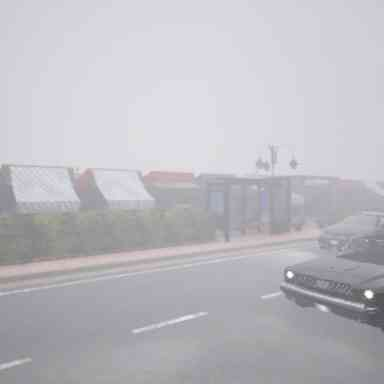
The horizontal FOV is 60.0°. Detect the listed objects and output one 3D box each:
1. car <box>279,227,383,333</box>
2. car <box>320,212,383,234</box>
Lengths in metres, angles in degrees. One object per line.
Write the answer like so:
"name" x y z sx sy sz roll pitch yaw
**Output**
"car" 3.969 1.612 6.775 4.718 1.301 1.895 0 0 -35
"car" 7.001 1.547 13.269 4.674 1.442 1.812 0 0 -35
